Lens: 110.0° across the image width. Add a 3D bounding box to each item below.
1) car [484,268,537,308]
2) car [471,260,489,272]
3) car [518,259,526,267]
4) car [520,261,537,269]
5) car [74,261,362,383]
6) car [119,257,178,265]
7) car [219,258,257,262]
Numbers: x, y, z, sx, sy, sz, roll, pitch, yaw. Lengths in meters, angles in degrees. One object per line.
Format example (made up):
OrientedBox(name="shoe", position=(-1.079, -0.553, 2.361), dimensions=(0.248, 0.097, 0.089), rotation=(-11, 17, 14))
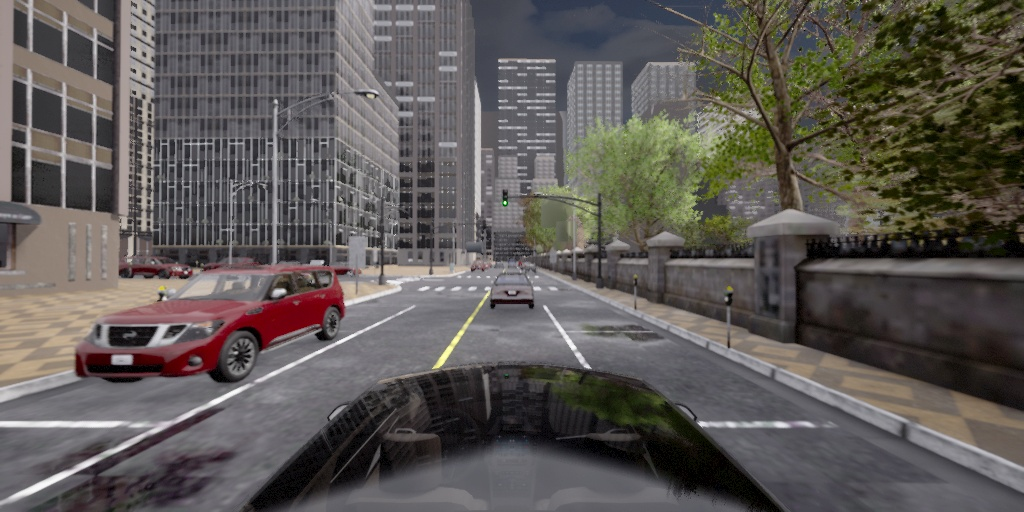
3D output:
OrientedBox(name="car", position=(0.003, 1.432, 15.866), dimensions=(2.033, 1.411, 5.357), rotation=(0, -1, 0))
OrientedBox(name="car", position=(-5.311, 1.572, 56.447), dimensions=(2.192, 1.841, 5.009), rotation=(0, 0, 0))
OrientedBox(name="car", position=(2.570, 1.747, 61.983), dimensions=(1.967, 1.591, 4.097), rotation=(0, 0, 0))
OrientedBox(name="car", position=(2.570, 1.758, 50.892), dimensions=(2.007, 1.370, 4.403), rotation=(0, 0, 0))
OrientedBox(name="car", position=(-5.314, 1.119, 7.394), dimensions=(2.192, 1.841, 5.009), rotation=(0, 0, 0))
OrientedBox(name="car", position=(-28.818, 0.994, 28.958), dimensions=(5.009, 1.841, 2.192), rotation=(0, 0, 1))
OrientedBox(name="car", position=(-28.673, 1.069, 36.837), dimensions=(5.009, 1.841, 2.192), rotation=(0, 0, 1))
